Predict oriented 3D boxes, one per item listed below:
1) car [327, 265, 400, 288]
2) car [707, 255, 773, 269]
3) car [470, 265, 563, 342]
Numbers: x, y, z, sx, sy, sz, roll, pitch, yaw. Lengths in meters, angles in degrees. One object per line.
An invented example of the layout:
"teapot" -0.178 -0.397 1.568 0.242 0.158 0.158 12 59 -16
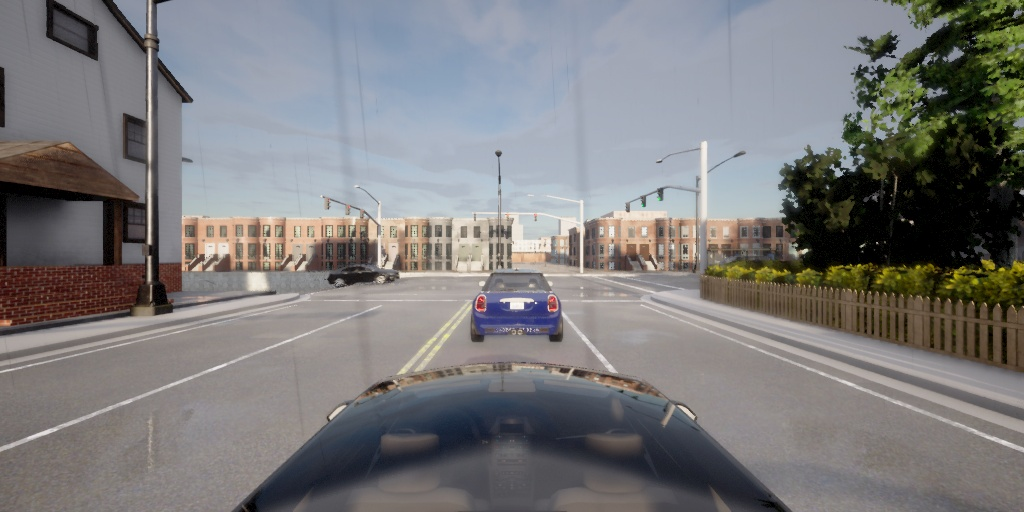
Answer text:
"car" -10.653 1.365 25.854 4.892 1.490 1.837 -4 0 0
"car" 18.735 0.971 29.643 5.566 2.045 2.150 0 0 0
"car" 0.109 1.102 9.928 2.097 1.767 4.553 0 0 0
